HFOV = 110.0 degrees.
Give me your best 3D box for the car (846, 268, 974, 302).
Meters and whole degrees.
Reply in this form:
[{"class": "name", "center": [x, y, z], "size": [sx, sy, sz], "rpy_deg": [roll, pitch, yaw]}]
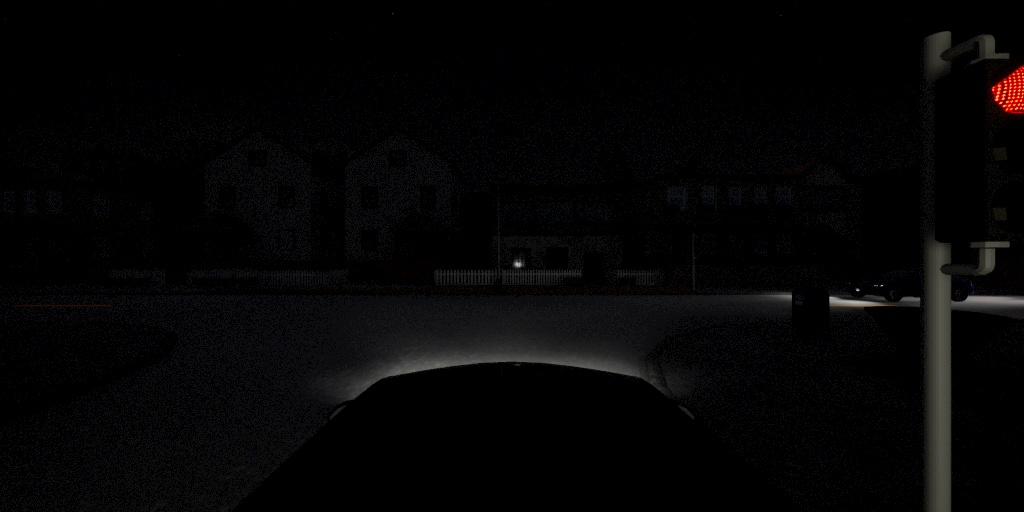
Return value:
[{"class": "car", "center": [18.190, 1.276, 16.455], "size": [4.674, 1.442, 1.812], "rpy_deg": [0, 0, 0]}]
